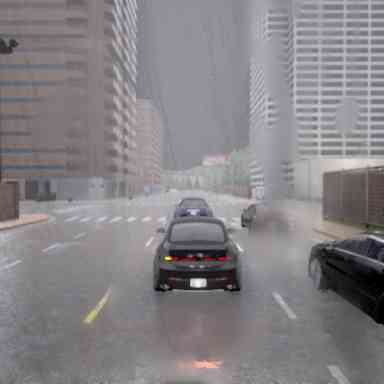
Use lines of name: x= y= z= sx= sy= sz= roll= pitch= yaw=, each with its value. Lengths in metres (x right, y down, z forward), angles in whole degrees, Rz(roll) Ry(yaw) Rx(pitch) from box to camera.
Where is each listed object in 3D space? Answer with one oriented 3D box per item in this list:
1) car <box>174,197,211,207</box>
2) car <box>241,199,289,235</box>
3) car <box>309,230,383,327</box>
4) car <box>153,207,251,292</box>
car: x=0.045 y=1.080 z=19.352 sx=2.097 sy=1.767 sz=4.553 roll=0 pitch=1 yaw=-1
car: x=3.640 y=1.286 z=17.071 sx=1.812 sy=1.442 sz=4.674 roll=0 pitch=1 yaw=1
car: x=3.611 y=1.408 z=5.797 sx=2.128 sy=1.511 sz=4.902 roll=0 pitch=1 yaw=0
car: x=0.112 y=1.385 z=8.559 sx=1.837 sy=1.490 sz=4.892 roll=0 pitch=1 yaw=0
